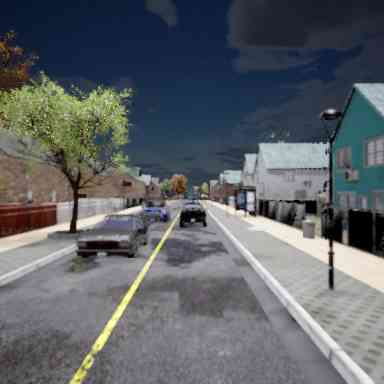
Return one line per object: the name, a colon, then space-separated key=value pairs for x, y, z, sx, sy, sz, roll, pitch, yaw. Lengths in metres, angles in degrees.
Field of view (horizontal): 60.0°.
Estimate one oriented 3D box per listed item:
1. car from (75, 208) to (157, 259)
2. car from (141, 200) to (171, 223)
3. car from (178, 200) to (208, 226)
car: x=-2.800 y=1.580 z=13.071 sx=2.033 sy=1.411 sz=5.357 roll=0 pitch=0 yaw=1
car: x=-2.790 y=1.436 z=25.920 sx=2.097 sy=1.767 sz=4.553 roll=0 pitch=0 yaw=0
car: x=0.082 y=1.582 z=24.029 sx=1.837 sy=1.490 sz=4.892 roll=0 pitch=0 yaw=0
